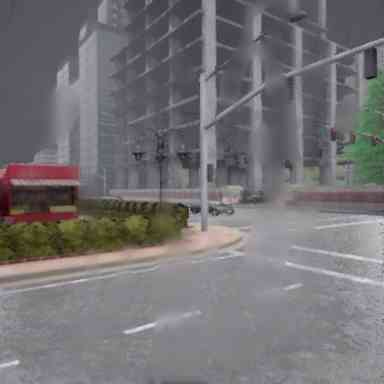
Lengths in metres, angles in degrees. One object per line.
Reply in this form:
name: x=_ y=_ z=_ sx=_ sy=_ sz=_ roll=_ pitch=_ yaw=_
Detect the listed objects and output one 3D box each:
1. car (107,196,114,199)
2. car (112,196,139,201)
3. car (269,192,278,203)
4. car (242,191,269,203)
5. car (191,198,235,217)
car: x=-10.345 y=1.253 z=45.626 sx=1.882 sy=1.535 sz=5.008 roll=-1 pitch=0 yaw=-36
car: x=-6.032 y=1.408 z=33.673 sx=1.895 sy=1.301 sz=4.718 roll=-1 pitch=0 yaw=-36
car: x=12.047 y=0.723 z=54.095 sx=1.905 sy=1.878 sz=3.866 roll=-1 pitch=0 yaw=-36
car: x=9.654 y=0.751 z=52.386 sx=1.905 sy=1.878 sz=3.866 roll=-1 pitch=0 yaw=-36
car: x=1.684 y=1.299 z=28.976 sx=1.812 sy=1.442 sz=4.674 roll=-1 pitch=1 yaw=-36
